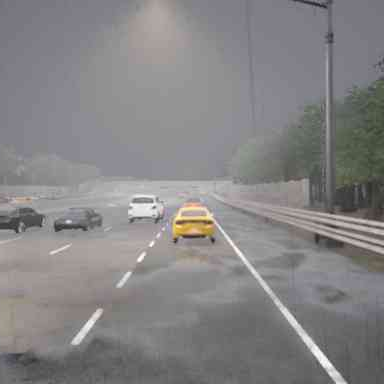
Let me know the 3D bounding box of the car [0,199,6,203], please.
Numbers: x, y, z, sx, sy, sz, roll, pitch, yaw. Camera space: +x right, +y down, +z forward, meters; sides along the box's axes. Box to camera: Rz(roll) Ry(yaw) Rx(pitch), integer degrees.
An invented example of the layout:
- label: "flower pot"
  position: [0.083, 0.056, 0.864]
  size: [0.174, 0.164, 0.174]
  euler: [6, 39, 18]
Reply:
- label: "car"
  position: [-31.351, 1.796, 54.696]
  size: [1.994, 1.385, 4.181]
  euler: [0, 0, 1]

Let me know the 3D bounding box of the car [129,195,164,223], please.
- label: "car"
  position: [-3.494, 1.275, 26.020]
  size: [2.150, 2.045, 5.566]
  euler: [0, 0, 0]

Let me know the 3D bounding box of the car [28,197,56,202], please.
- label: "car"
  position: [-20.947, 1.529, 47.699]
  size: [2.097, 1.767, 4.553]
  euler: [0, 0, 1]

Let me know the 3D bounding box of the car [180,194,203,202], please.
- label: "car"
  position: [0.141, 1.394, 34.723]
  size: [2.097, 1.767, 4.553]
  euler: [0, 0, 0]

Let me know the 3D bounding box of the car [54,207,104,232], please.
- label: "car"
  position: [-6.902, 1.630, 20.633]
  size: [1.994, 1.385, 4.181]
  euler: [0, 0, 0]

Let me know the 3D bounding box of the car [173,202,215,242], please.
- label: "car"
  position: [0.092, 1.500, 16.680]
  size: [1.882, 1.535, 5.008]
  euler: [0, 0, 0]

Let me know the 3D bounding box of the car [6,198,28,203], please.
- label: "car"
  position: [-27.858, 1.691, 54.804]
  size: [1.882, 1.535, 5.008]
  euler: [0, 0, 1]

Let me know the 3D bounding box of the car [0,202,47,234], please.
- label: "car"
  position: [-10.403, 1.591, 19.893]
  size: [1.837, 1.490, 4.892]
  euler: [0, 0, 0]

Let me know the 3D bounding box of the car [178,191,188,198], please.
- label: "car"
  position: [-2.835, 1.112, 94.178]
  size: [1.895, 1.301, 4.718]
  euler: [0, 1, 1]
